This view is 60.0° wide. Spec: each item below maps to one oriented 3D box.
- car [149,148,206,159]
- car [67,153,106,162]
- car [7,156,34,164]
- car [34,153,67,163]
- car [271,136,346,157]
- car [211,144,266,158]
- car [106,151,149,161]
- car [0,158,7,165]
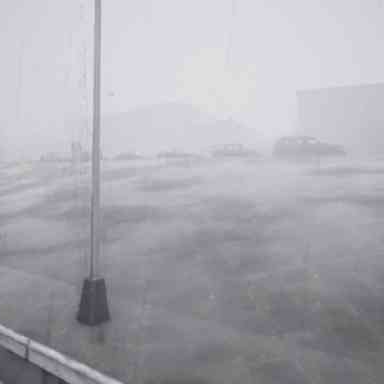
[{"bbox_3d":[-1.066,-3.358,31.091,4.892,1.521,2.231,1,1,27],"label":"car"},{"bbox_3d":[-10.762,-3.530,36.156,4.792,1.488,2.163,1,1,29],"label":"car"},{"bbox_3d":[-20.509,-3.766,41.772,5.008,1.535,2.097,1,1,32],"label":"car"},{"bbox_3d":[-15.755,-3.790,38.956,4.553,1.767,2.185,1,1,31],"label":"car"},{"bbox_3d":[9.115,-3.343,26.309,5.566,2.045,2.435,2,1,25],"label":"car"},{"bbox_3d":[4.014,-3.361,28.648,4.553,1.767,2.185,1,1,26],"label":"car"},{"bbox_3d":[-5.899,-3.419,33.549,4.674,1.452,2.002,1,1,28],"label":"car"},{"bbox_3d":[-25.222,-3.828,44.701,4.674,1.452,2.002,1,1,33],"label":"car"}]
